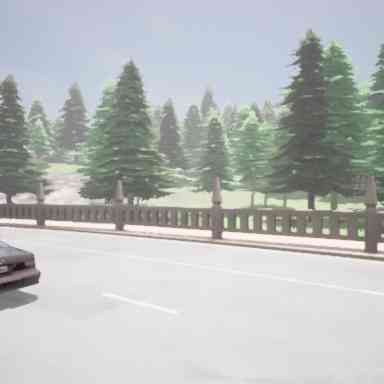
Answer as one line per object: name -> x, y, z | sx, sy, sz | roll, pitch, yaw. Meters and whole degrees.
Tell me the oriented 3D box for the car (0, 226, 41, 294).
car -> -5.850, 1.580, 7.866 | 5.357, 1.411, 2.033 | 0, 0, 33
